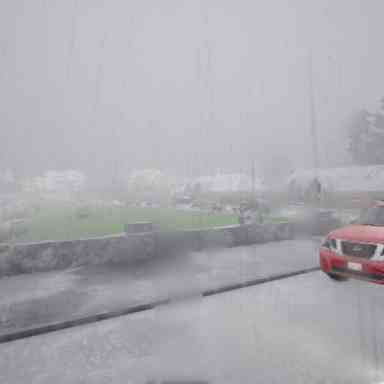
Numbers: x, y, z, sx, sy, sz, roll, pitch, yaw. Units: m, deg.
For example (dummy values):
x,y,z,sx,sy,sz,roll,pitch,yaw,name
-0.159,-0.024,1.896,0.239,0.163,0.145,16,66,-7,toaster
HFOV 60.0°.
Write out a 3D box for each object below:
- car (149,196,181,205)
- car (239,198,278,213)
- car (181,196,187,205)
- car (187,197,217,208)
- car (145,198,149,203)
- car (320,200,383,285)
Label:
x,y,z,sx,sy,sz,roll,pitch,yaw,name
-4.456,1.547,54.502,2.033,1.411,5.357,0,0,-35,car
7.466,1.505,37.703,1.837,1.490,4.892,0,0,-35,car
-1.653,1.478,57.635,1.882,1.535,5.008,0,0,-35,car
1.619,1.564,45.913,1.994,1.385,4.181,0,0,-36,car
-7.579,1.478,65.868,1.882,1.535,5.008,0,0,-35,car
5.701,1.221,8.668,5.566,2.045,2.150,0,0,-35,car
